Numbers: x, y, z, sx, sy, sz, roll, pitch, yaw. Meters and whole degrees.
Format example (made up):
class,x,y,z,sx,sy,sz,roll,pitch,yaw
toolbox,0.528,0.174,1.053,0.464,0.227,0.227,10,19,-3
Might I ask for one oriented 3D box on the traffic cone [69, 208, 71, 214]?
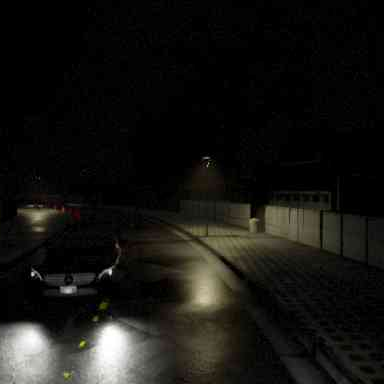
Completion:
class,x,y,z,sx,sy,sz,roll,pitch,yaw
traffic cone,-12.571,1.933,34.439,0.340,0.580,0.340,0,0,-27

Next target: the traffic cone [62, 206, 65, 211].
class,x,y,z,sx,sy,sz,roll,pitch,yaw
traffic cone,-14.931,1.929,38.671,0.340,0.580,0.340,0,0,-31

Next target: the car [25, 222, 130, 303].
class,x,y,z,sx,sy,sz,roll,pitch,yaw
car,-2.566,1.524,8.388,1.812,1.442,4.674,0,0,-8

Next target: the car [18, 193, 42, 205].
class,x,y,z,sx,sy,sz,roll,pitch,yaw
car,-28.094,1.172,57.547,5.566,2.045,2.150,0,0,40

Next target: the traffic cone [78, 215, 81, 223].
class,x,y,z,sx,sy,sz,roll,pitch,yaw
traffic cone,-7.120,1.946,20.982,0.340,0.580,0.340,0,0,-17

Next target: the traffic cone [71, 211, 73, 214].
class,x,y,z,sx,sy,sz,roll,pitch,yaw
traffic cone,-10.477,1.937,30.068,0.340,0.580,0.340,0,0,-24

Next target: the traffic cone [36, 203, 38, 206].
class,x,y,z,sx,sy,sz,roll,pitch,yaw
traffic cone,-23.514,1.916,50.381,0.340,0.580,0.340,0,0,-42
